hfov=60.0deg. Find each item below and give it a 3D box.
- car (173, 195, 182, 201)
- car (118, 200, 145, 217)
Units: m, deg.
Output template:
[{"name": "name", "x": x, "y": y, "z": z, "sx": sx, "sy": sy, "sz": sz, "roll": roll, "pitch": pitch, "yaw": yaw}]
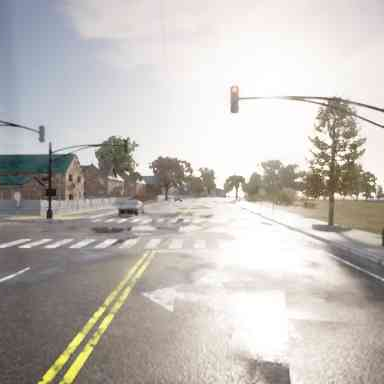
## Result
[{"name": "car", "x": -3.235, "y": 1.531, "z": 77.166, "sx": 1.837, "sy": 1.490, "sz": 4.892, "roll": 0, "pitch": 0, "yaw": 5}, {"name": "car", "x": -5.900, "y": 1.544, "z": 32.729, "sx": 1.882, "sy": 1.535, "sz": 5.008, "roll": 0, "pitch": 0, "yaw": 2}]
